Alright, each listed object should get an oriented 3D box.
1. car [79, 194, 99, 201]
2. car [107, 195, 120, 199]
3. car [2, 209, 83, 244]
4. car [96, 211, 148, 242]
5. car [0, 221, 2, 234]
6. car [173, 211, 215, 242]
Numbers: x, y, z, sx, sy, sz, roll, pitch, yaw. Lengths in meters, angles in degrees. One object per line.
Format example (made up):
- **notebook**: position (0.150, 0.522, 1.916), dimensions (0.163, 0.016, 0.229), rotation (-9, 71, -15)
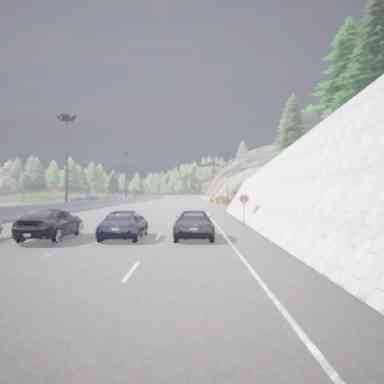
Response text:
- **car**: position (-28.025, 1.636, 90.737), dimensions (2.150, 2.045, 5.566), rotation (0, 0, 0)
- **car**: position (-21.025, 1.964, 90.767), dimensions (1.994, 1.385, 4.181), rotation (0, 0, 0)
- **car**: position (-6.907, 1.579, 16.358), dimensions (1.837, 1.490, 4.892), rotation (0, 0, 0)
- **car**: position (-3.407, 1.641, 16.797), dimensions (1.994, 1.385, 4.181), rotation (0, 0, 0)
- **car**: position (-10.406, 1.668, 14.698), dimensions (1.895, 1.301, 4.718), rotation (0, 0, 0)
- **car**: position (0.093, 1.641, 16.858), dimensions (1.994, 1.385, 4.181), rotation (0, 0, 0)
